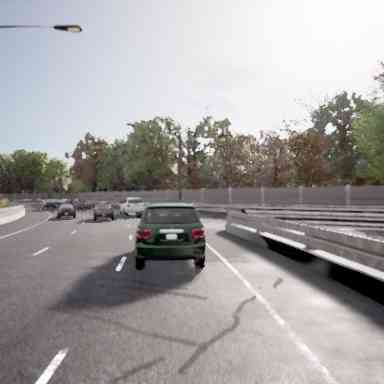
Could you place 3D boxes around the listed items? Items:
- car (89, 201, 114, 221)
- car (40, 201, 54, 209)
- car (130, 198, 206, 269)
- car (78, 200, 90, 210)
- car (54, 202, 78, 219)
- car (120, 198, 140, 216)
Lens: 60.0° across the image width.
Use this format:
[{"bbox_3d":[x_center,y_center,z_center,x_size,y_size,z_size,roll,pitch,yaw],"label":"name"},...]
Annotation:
[{"bbox_3d":[-8.675,1.915,32.512,2.128,1.511,4.902,0,-1,-17],"label":"car"},{"bbox_3d":[-26.283,2.337,60.534,1.837,1.490,4.892,1,-1,-35],"label":"car"},{"bbox_3d":[-0.833,1.367,11.939,2.150,2.045,5.566,0,-1,-6],"label":"car"},{"bbox_3d":[-19.095,2.346,55.970,1.895,1.301,4.718,0,-1,-31],"label":"car"},{"bbox_3d":[-13.259,2.001,35.228,1.812,1.442,4.674,0,-1,-19],"label":"car"},{"bbox_3d":[-7.041,1.709,38.783,2.150,2.045,5.566,0,-1,-20],"label":"car"}]
